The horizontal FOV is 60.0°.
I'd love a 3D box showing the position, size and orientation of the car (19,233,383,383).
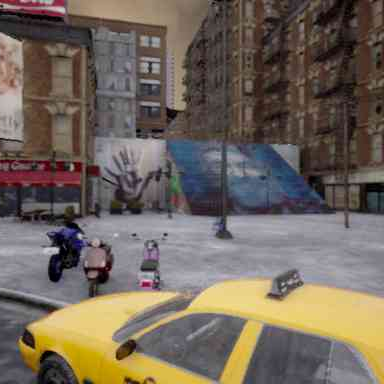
[{"bbox_3d":[0.527,1.456,2.916,5.366,1.575,1.801,0,0,35],"label":"car"}]
